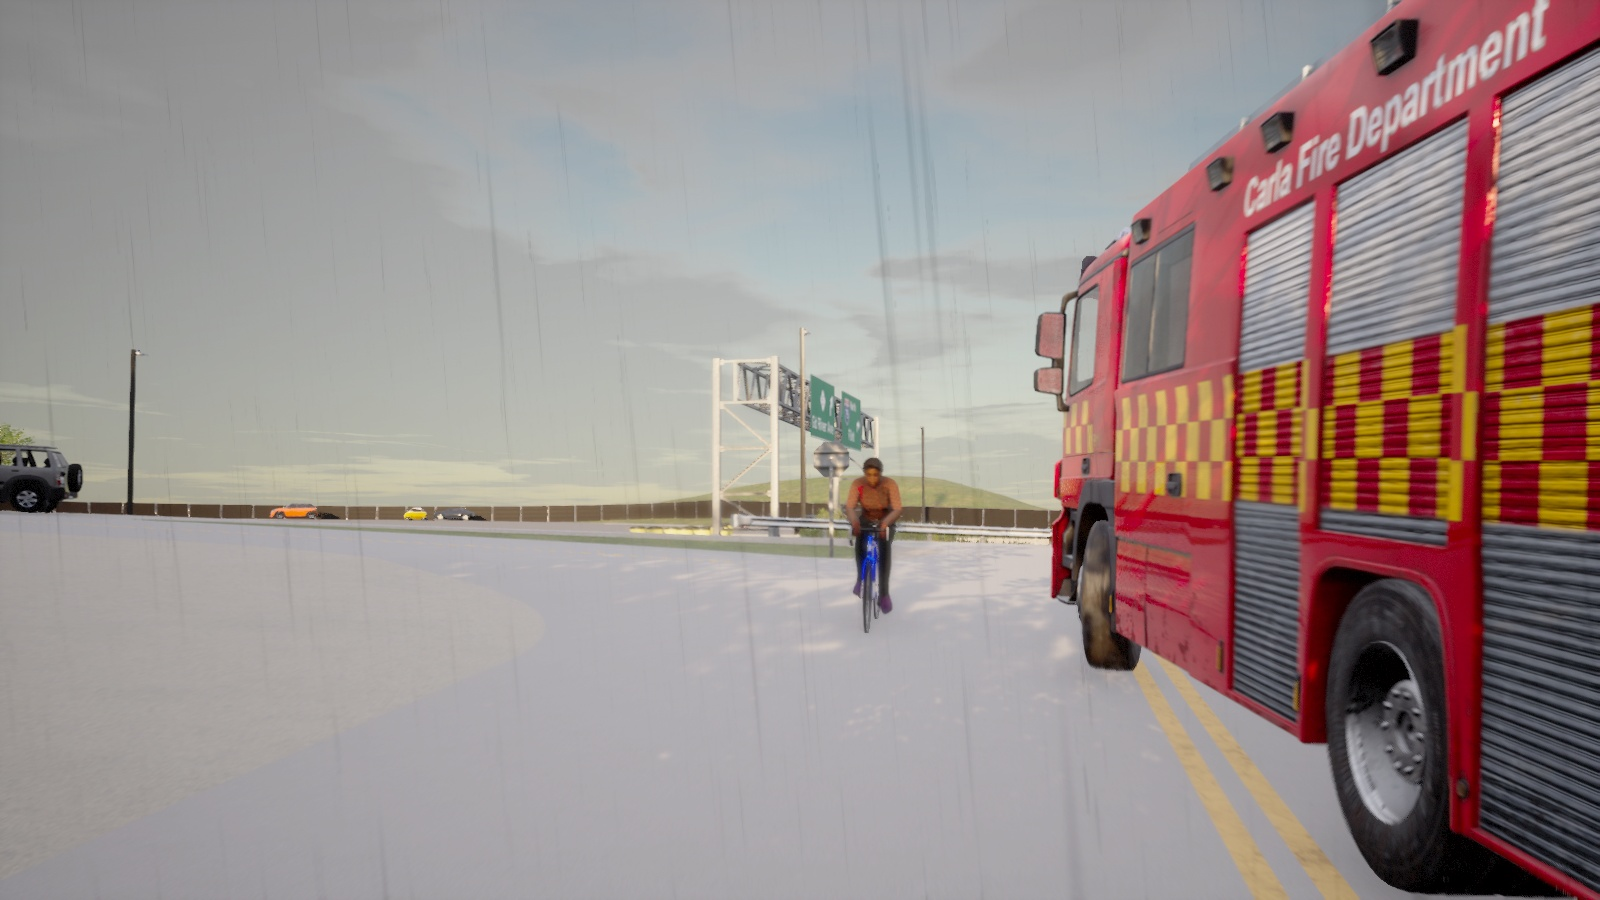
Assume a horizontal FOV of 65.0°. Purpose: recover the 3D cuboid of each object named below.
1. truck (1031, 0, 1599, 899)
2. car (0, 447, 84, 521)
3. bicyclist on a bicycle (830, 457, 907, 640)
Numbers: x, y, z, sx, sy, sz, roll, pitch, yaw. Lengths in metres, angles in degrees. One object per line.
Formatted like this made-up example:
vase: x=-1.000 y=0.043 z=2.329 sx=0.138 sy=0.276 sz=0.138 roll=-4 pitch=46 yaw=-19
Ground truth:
truck: x=3.558 y=-0.239 z=7.557 sx=2.891 sy=3.827 sz=8.468 roll=1 pitch=-1 yaw=1
car: x=-21.682 y=0.856 z=33.002 sx=4.605 sy=1.855 sz=1.932 roll=3 pitch=-3 yaw=-19
bicyclist on a bicycle: x=0.685 y=0.892 z=12.123 sx=0.582 sy=1.620 sz=1.656 roll=1 pitch=0 yaw=9
